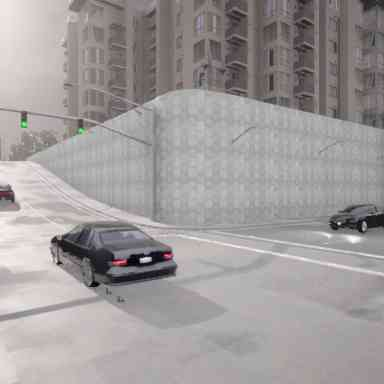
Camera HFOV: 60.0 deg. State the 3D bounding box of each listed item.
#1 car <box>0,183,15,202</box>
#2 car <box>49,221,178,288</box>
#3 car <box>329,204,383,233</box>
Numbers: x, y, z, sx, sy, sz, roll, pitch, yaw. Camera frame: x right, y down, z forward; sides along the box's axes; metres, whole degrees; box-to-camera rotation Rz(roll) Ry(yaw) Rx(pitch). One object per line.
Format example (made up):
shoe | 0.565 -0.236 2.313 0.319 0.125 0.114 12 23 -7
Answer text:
car | -17.153 -0.070 29.780 2.128 1.511 4.902 0 9 -36
car | -2.489 1.548 9.378 2.033 1.411 5.357 0 0 -36
car | 10.118 1.504 19.815 4.892 1.490 1.837 0 0 -36
